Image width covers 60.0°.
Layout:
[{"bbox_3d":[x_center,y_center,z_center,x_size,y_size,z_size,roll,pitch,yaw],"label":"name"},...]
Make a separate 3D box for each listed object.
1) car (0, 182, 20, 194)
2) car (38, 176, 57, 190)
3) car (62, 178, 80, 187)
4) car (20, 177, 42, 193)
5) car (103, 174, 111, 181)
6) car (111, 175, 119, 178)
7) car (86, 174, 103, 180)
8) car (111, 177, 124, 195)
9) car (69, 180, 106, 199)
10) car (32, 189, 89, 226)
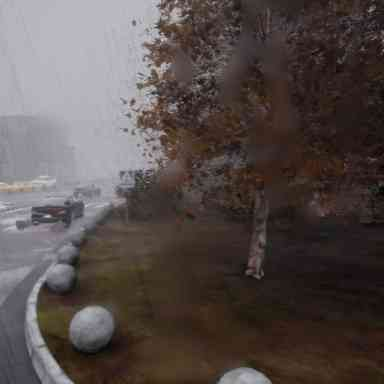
[{"bbox_3d":[-22.865,-0.395,38.974,1.946,1.575,5.366,0,4,2],"label":"car"},{"bbox_3d":[-22.501,-1.380,50.262,2.435,2.045,5.566,0,4,2],"label":"car"},{"bbox_3d":[-22.154,-1.818,61.297,2.163,1.488,4.792,0,4,2],"label":"car"},{"bbox_3d":[-22.689,-0.754,44.484,1.946,1.575,5.366,0,4,2],"label":"car"},{"bbox_3d":[-21.624,-3.176,77.814,2.435,2.045,5.566,0,4,2],"label":"car"},{"bbox_3d":[-21.378,-3.537,87.228,2.231,1.521,4.892,0,4,3],"label":"car"},{"bbox_3d":[-21.797,-2.567,72.354,2.231,1.521,4.892,0,4,2],"label":"car"},{"bbox_3d":[-7.782,-0.584,39.980,2.097,1.767,4.553,0,4,2],"label":"car"},{"bbox_3d":[-11.155,-0.139,35.718,1.837,1.490,4.892,0,4,1],"label":"car"},{"bbox_3d":[-7.486,0.918,19.001,1.882,1.535,5.008,0,3,-7],"label":"car"}]
